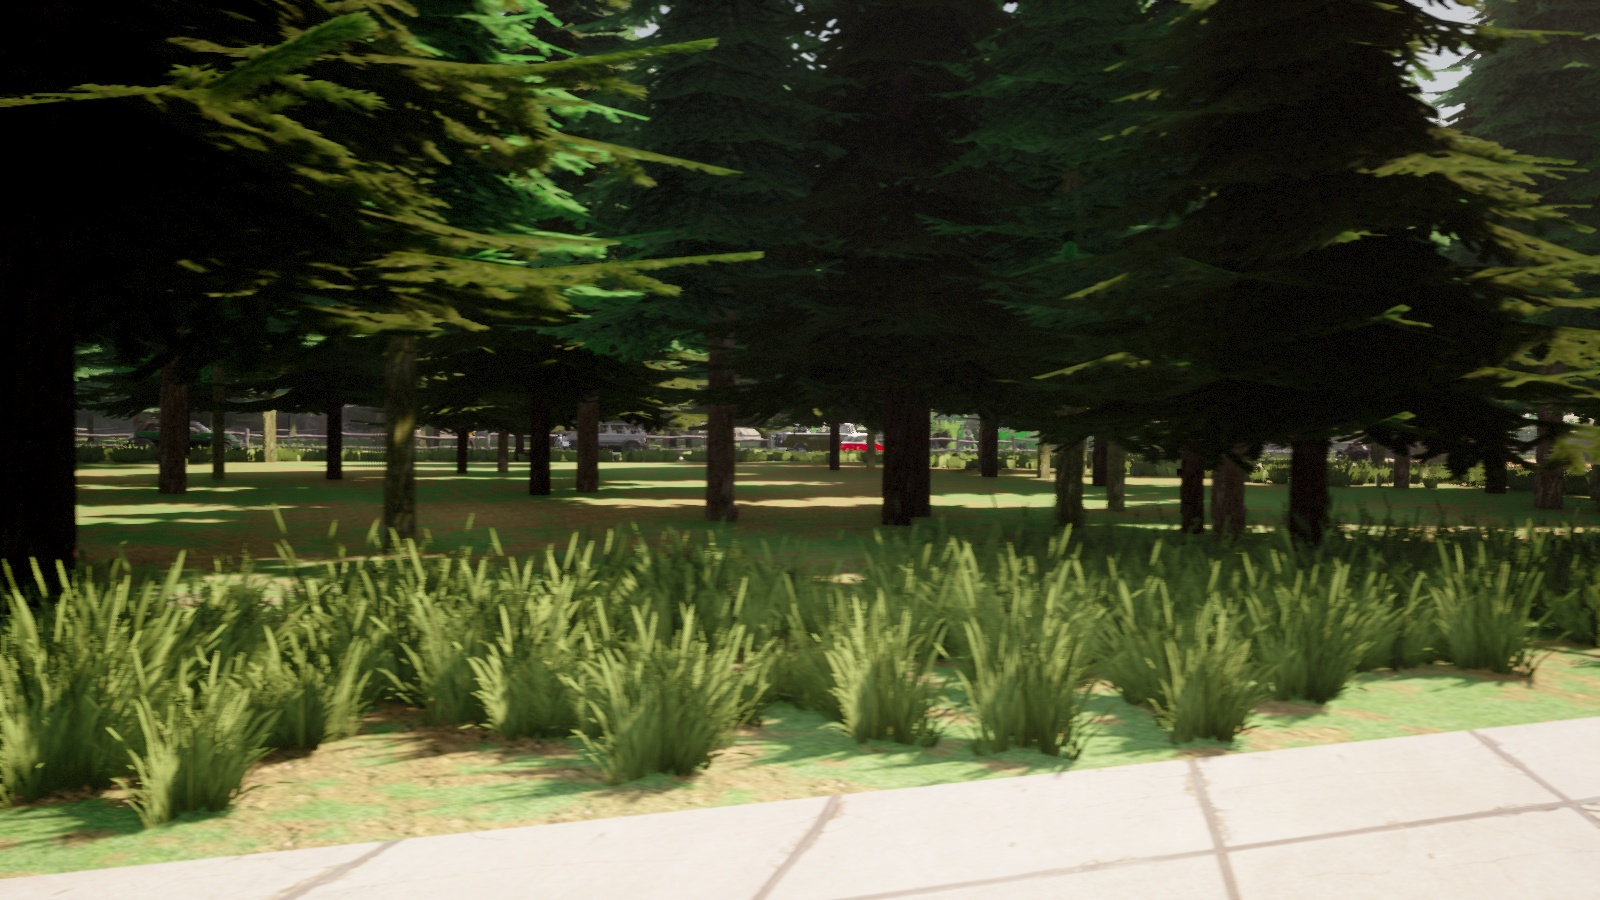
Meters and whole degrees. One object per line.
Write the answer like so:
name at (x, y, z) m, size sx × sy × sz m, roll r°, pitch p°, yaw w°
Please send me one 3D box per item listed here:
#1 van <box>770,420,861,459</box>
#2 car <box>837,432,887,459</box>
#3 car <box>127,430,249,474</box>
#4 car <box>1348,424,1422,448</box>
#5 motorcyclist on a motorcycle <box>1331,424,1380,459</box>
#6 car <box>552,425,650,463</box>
van at (0.839, -0.595, 67.914) m, size 4.480 × 2.038 × 2.069 m, roll -1°, pitch 1°, yaw -19°
car at (3.204, -0.242, 65.032) m, size 2.207 × 1.376 × 1.481 m, roll -1°, pitch 1°, yaw -19°
car at (-26.273, 0.066, 54.091) m, size 4.553 × 1.767 × 2.097 m, roll -1°, pitch 1°, yaw -21°
car at (37.487, -0.905, 80.465) m, size 4.193 × 1.474 × 1.816 m, roll -1°, pitch 1°, yaw -19°
motorcyclist on a motorcycle at (25.108, -0.384, 56.779) m, size 0.797 × 1.523 × 2.044 m, roll -1°, pitch 1°, yaw -22°
car at (-10.127, -0.309, 63.862) m, size 4.605 × 1.855 × 1.932 m, roll -1°, pitch 1°, yaw -21°
